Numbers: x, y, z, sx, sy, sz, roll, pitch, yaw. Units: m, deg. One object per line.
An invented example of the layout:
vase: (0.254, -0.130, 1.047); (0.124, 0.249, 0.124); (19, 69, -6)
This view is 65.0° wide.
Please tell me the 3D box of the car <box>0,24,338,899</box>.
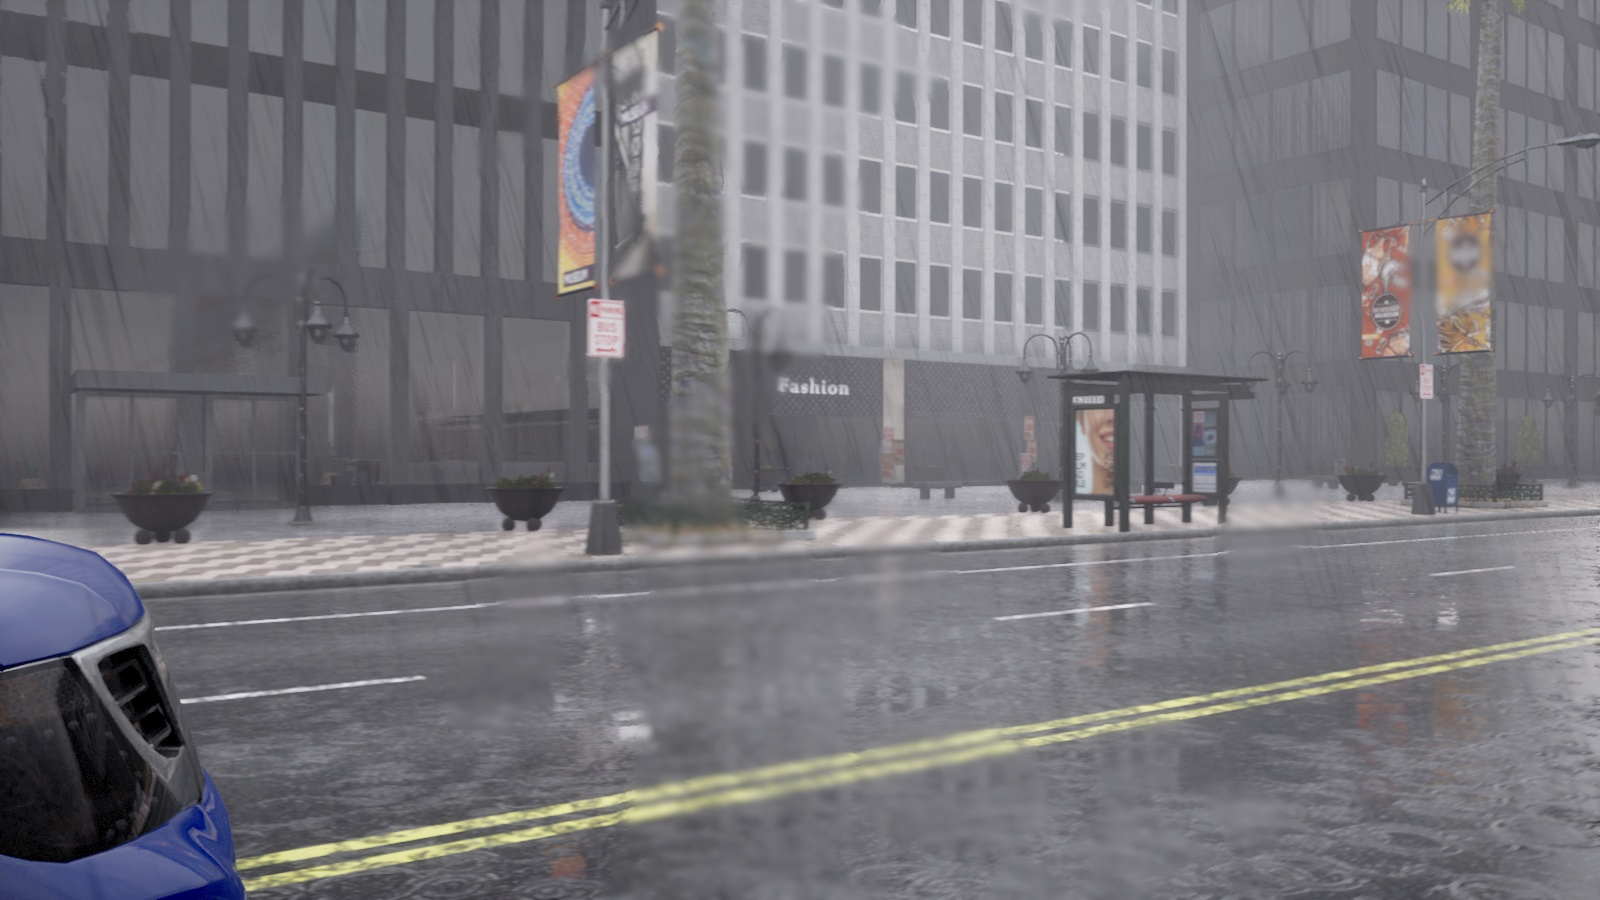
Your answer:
car: (-3.587, 0.474, 1.163); (5.566, 2.045, 2.150); (0, 0, -35)
